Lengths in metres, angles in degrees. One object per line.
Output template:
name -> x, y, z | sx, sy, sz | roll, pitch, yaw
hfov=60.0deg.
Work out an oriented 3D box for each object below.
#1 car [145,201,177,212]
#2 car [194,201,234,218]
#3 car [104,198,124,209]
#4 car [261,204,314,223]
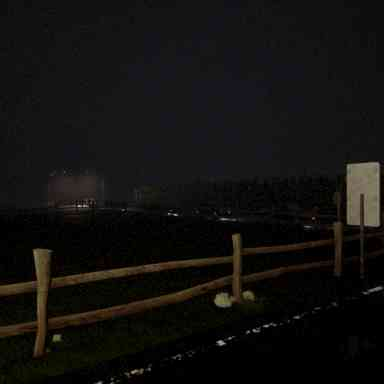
car -> -3.989, 1.836, 41.912 | 2.033, 1.411, 5.357 | 0, 0, -36
car -> 2.098, 1.707, 33.363 | 1.837, 1.490, 4.892 | 0, 0, -35
car -> -12.656, 1.839, 54.247 | 2.097, 1.767, 4.553 | 0, 0, -35
car -> 7.414, 1.653, 25.884 | 1.812, 1.442, 4.674 | 0, 0, -35
